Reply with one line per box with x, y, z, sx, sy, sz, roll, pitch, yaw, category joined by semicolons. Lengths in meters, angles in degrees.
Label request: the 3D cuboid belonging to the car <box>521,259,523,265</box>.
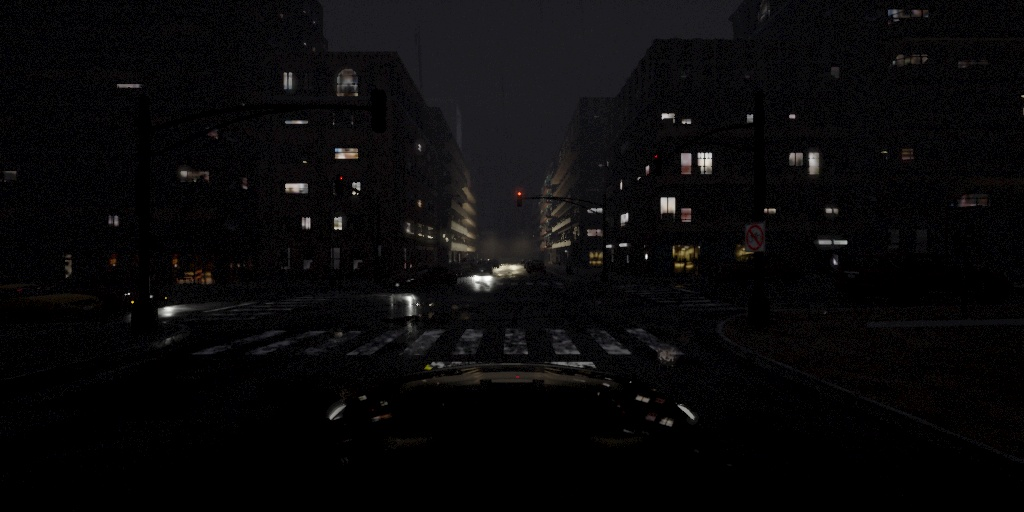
2.807;1.348;57.870;1.802;1.307;4.207;0;0;0;car

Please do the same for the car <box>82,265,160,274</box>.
-23.559;1.462;21.163;5.009;1.841;2.192;0;0;0;car

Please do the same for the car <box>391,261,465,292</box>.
-5.258;1.305;22.168;1.812;1.442;4.674;1;1;31;car

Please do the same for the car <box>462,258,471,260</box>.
-5.609;1.283;40.668;1.751;1.417;4.829;0;0;0;car

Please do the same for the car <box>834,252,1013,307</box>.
14.733;0.775;13.069;5.009;1.841;2.192;0;0;0;car

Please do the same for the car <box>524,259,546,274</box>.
2.771;1.198;40.822;1.967;1.591;4.097;0;0;0;car

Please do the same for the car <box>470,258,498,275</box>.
-3.023;1.250;38.740;2.128;1.511;4.902;0;0;0;car

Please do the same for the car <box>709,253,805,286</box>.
14.616;0.759;21.449;5.009;1.841;2.192;0;0;0;car

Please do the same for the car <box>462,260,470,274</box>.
-5.621;1.322;35.155;1.948;1.339;4.313;0;0;0;car

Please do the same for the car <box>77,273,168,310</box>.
-17.594;1.615;15.450;4.181;1.385;1.994;-1;0;0;car

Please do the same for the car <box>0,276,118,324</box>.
-17.608;1.585;12.855;4.829;1.417;1.751;0;0;0;car
